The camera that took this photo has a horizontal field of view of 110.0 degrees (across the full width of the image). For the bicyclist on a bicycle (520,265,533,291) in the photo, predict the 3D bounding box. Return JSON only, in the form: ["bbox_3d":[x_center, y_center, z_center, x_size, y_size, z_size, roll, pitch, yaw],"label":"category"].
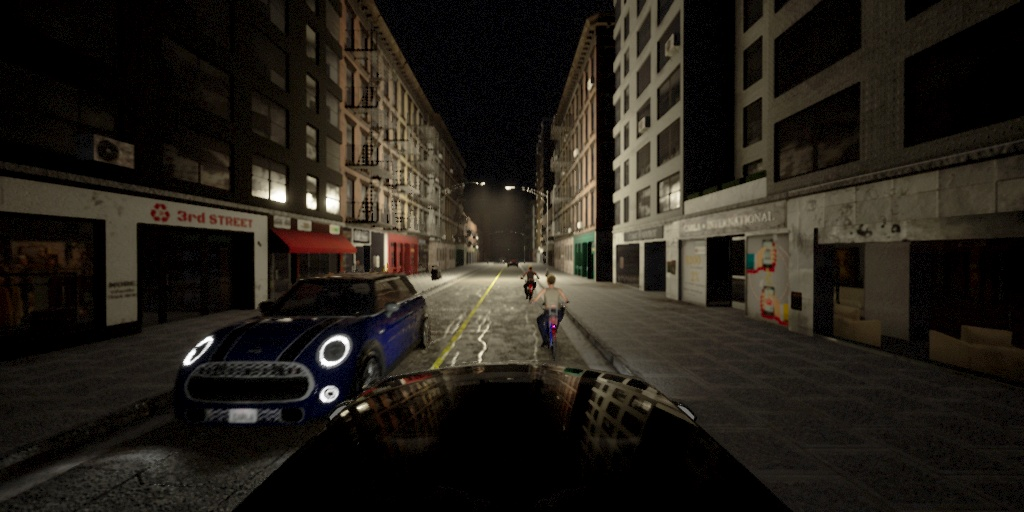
[{"bbox_3d":[0.762,1.168,15.070,0.866,1.612,1.509,0,1,0],"label":"bicyclist on a bicycle"}]

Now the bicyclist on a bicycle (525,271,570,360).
[{"bbox_3d":[0.784,1.180,7.321,0.866,1.612,1.509,0,-1,-1],"label":"bicyclist on a bicycle"}]

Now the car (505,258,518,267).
[{"bbox_3d":[0.119,1.310,62.575,1.895,1.301,4.718,0,0,0],"label":"car"}]

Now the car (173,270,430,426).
[{"bbox_3d":[-2.850,1.096,6.043,2.097,1.767,4.553,0,0,0],"label":"car"}]
